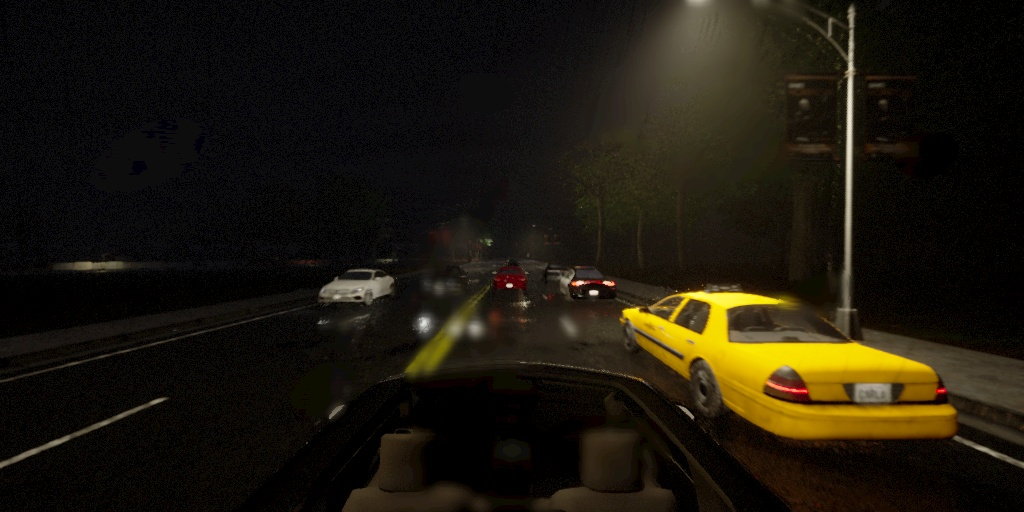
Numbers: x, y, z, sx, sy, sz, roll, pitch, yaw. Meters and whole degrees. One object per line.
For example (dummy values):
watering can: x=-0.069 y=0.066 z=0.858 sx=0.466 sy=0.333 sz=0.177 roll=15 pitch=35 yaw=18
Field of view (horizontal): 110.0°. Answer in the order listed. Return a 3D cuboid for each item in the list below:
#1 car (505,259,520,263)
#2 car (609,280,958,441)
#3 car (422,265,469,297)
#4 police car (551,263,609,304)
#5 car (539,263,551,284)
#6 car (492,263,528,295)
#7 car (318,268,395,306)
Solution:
car: x=0.064 y=1.297 z=53.081 sx=1.837 sy=1.490 sz=4.892 roll=0 pitch=0 yaw=0
car: x=3.247 y=1.209 z=5.794 sx=1.801 sy=1.575 sz=5.366 roll=0 pitch=0 yaw=0
car: x=-3.359 y=1.268 z=18.940 sx=1.837 sy=1.490 sz=4.892 roll=0 pitch=0 yaw=0
police car: x=3.242 y=1.267 z=16.607 sx=2.038 sy=1.542 sz=4.974 roll=0 pitch=0 yaw=0
car: x=3.235 y=1.263 z=27.607 sx=2.128 sy=1.511 sz=4.902 roll=0 pitch=0 yaw=0
car: x=-0.094 y=1.290 z=20.011 sx=1.812 sy=1.442 sz=4.674 roll=0 pitch=0 yaw=1
car: x=-6.609 y=1.286 z=15.857 sx=1.812 sy=1.442 sz=4.674 roll=0 pitch=0 yaw=0
